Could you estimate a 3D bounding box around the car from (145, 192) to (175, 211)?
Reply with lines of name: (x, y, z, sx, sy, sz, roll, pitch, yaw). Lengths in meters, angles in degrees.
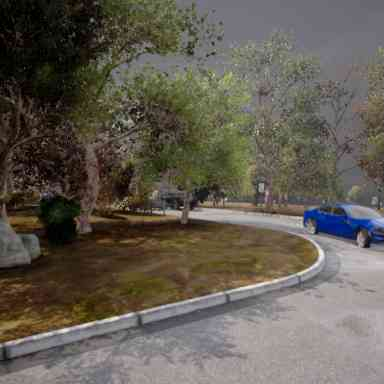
car: (-4.194, 0.960, 31.495, 1.837, 1.490, 4.892, 4, -2, -45)

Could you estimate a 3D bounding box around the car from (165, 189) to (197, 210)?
car: (-1.929, 0.737, 33.781, 2.150, 2.045, 5.566, 2, 0, -42)

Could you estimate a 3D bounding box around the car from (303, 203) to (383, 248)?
car: (6.743, 1.265, 14.061, 1.882, 1.535, 5.008, 2, 1, -15)

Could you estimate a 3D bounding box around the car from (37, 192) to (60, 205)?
car: (-16.053, 0.615, 38.340, 4.553, 1.767, 2.097, 1, -1, -8)
